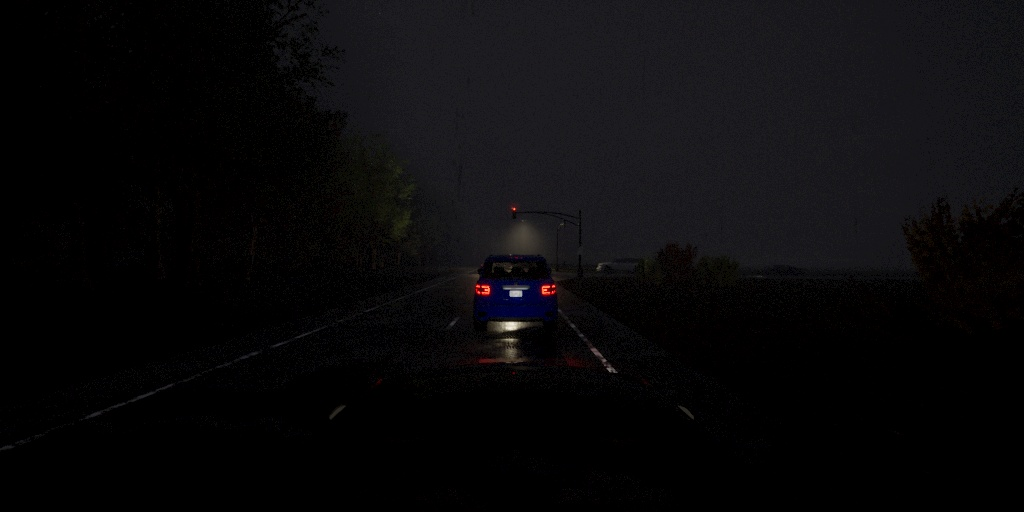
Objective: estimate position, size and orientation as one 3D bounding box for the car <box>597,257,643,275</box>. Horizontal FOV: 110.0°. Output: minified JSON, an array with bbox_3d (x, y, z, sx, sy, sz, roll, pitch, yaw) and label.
[{"bbox_3d":[12.975,1.174,42.628,5.566,2.045,2.150,1,-1,3],"label":"car"}]

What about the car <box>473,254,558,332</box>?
[{"bbox_3d":[0.090,0.974,11.059,2.150,2.045,5.566,0,0,0],"label":"car"}]

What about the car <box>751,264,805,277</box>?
[{"bbox_3d":[31.409,1.698,42.349,5.357,1.411,2.033,1,-1,0],"label":"car"}]

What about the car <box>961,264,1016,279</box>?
[{"bbox_3d":[52.069,1.880,38.649,4.181,1.385,1.994,1,-1,1],"label":"car"}]
